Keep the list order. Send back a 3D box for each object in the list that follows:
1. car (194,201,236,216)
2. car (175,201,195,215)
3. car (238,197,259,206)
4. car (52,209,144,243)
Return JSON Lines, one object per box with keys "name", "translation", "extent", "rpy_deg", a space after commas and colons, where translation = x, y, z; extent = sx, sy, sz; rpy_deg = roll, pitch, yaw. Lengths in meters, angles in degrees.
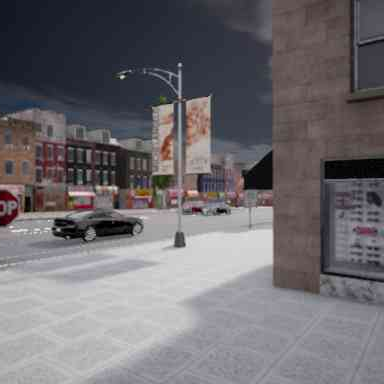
{"name": "car", "translation": [2.848, 1.999, 39.210], "extent": [2.128, 1.511, 4.902], "rpy_deg": [0, -1, 35]}
{"name": "car", "translation": [-0.101, 1.847, 40.665], "extent": [2.097, 1.767, 4.553], "rpy_deg": [0, -1, 35]}
{"name": "car", "translation": [8.866, 1.682, 53.262], "extent": [2.150, 2.045, 5.566], "rpy_deg": [0, -1, 35]}
{"name": "car", "translation": [-4.632, 1.606, 17.110], "extent": [1.882, 1.535, 5.008], "rpy_deg": [0, -1, 35]}
